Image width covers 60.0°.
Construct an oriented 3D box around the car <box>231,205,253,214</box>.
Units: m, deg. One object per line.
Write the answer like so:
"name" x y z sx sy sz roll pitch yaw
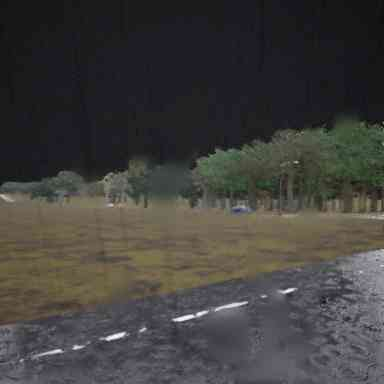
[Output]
"car" 8.825 3.113 59.396 1.812 1.442 4.674 1 -2 -33
